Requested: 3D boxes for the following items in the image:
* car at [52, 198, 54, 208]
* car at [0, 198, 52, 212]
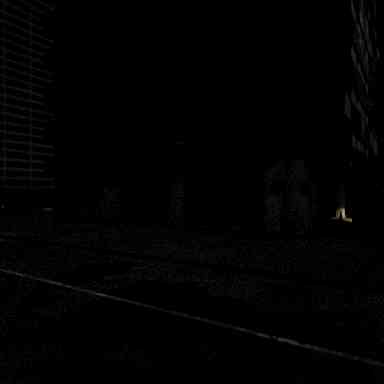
[{"bbox_3d":[-18.031,1.224,48.507,2.150,2.045,5.566,0,0,33],"label":"car"},{"bbox_3d":[-19.790,1.492,39.438,2.128,1.511,4.902,0,0,33],"label":"car"}]
